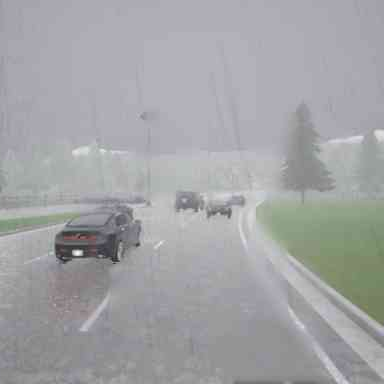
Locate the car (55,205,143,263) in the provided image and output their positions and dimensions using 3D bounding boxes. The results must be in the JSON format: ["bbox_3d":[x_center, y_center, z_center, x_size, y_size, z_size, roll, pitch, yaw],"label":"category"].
[{"bbox_3d":[-3.010,1.412,11.616,1.837,1.490,4.892,0,1,4],"label":"car"}]

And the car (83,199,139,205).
[{"bbox_3d":[-5.371,1.382,22.616,1.994,1.385,4.181,0,1,8],"label":"car"}]

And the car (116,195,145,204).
[{"bbox_3d":[-8.514,1.148,48.219,2.033,1.411,5.357,0,1,15],"label":"car"}]

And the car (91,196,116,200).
[{"bbox_3d":[-12.129,1.218,48.249,1.895,1.301,4.718,0,1,15],"label":"car"}]

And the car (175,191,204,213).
[{"bbox_3d":[-0.157,0.917,33.174,2.150,2.045,5.566,0,1,11],"label":"car"}]

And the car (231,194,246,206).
[{"bbox_3d":[6.032,1.060,43.728,2.128,1.511,4.902,0,0,14],"label":"car"}]

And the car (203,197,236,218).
[{"bbox_3d":[2.349,1.337,27.380,1.895,1.301,4.718,0,1,9],"label":"car"}]

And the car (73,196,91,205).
[{"bbox_3d":[-15.511,1.227,49.143,1.895,1.301,4.718,0,1,15],"label":"car"}]
